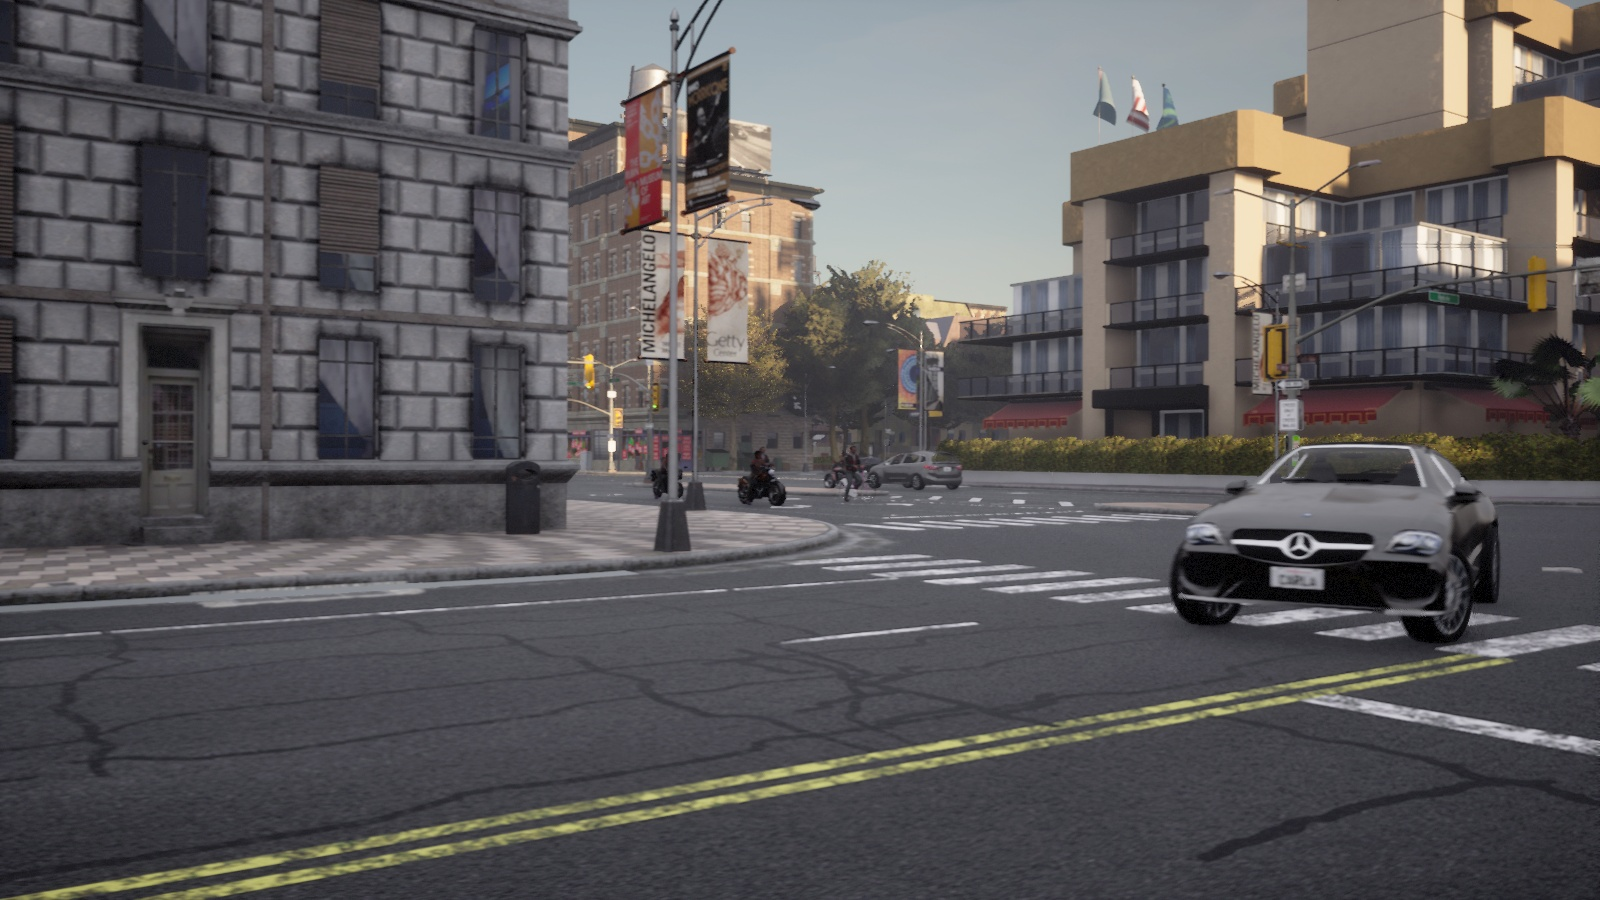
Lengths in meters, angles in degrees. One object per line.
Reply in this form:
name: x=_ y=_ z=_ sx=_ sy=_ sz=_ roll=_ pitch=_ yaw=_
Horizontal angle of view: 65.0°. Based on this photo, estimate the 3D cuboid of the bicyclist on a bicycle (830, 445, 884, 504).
bicyclist on a bicycle: x=1.738 y=0.745 z=38.753 sx=0.659 sy=1.776 sz=1.843 roll=0 pitch=0 yaw=-35

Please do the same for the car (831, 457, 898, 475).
car: x=4.687 y=1.148 z=90.836 sx=4.718 sy=1.301 sz=1.895 roll=0 pitch=0 yaw=-35

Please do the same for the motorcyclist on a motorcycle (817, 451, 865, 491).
motorcyclist on a motorcycle: x=1.716 y=0.872 z=52.709 sx=0.766 sy=1.649 sz=2.350 roll=0 pitch=0 yaw=-35

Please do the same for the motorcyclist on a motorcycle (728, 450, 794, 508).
motorcyclist on a motorcycle: x=-1.157 y=0.820 z=36.785 sx=0.766 sy=1.649 sz=2.350 roll=0 pitch=0 yaw=-35

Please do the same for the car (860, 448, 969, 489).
car: x=4.885 y=0.769 z=54.282 sx=2.242 sy=1.667 sz=4.611 roll=0 pitch=0 yaw=-35

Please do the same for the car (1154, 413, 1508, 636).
car: x=5.282 y=0.560 z=12.008 sx=2.152 sy=1.651 sz=5.027 roll=0 pitch=0 yaw=35

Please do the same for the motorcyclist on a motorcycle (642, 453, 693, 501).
motorcyclist on a motorcycle: x=-4.378 y=0.870 z=41.373 sx=0.797 sy=1.523 sz=2.044 roll=0 pitch=0 yaw=-35
